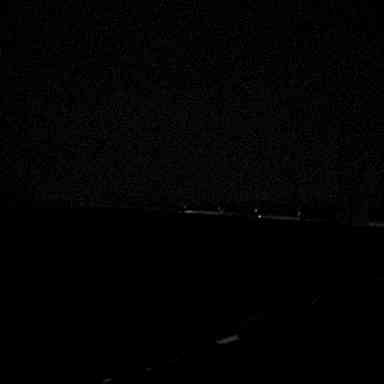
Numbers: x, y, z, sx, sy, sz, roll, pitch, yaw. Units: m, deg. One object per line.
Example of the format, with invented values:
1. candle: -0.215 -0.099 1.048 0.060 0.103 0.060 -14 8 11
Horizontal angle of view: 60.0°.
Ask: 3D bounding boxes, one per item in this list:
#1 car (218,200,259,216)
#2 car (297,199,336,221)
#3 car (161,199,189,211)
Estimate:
1. car: 4.763 1.587 34.218 2.128 1.511 4.902 1 -1 -36
2. car: 10.680 1.371 26.134 2.097 1.767 4.553 1 -1 -38
3. car: -2.303 1.698 44.032 2.128 1.511 4.902 1 -1 -36
